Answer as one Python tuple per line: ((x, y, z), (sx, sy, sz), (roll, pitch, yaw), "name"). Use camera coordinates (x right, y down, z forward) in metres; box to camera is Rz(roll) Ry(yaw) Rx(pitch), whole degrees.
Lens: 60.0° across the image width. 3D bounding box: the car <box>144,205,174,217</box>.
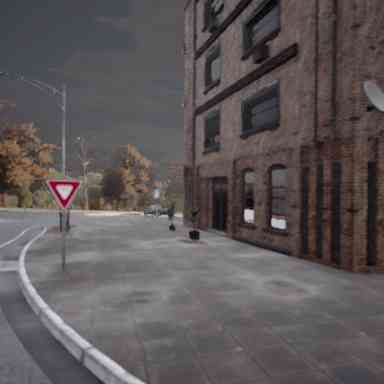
((-4.160, 2.374, 42.185), (1.812, 1.442, 4.674), (1, -3, 34), "car")
